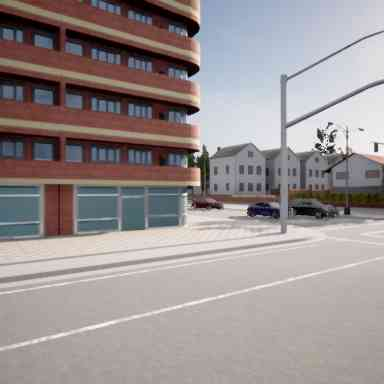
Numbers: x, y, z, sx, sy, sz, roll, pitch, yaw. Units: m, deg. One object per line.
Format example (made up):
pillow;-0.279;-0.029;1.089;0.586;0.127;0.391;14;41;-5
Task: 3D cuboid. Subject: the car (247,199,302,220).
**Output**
car;6.677;1.525;28.414;1.812;1.442;4.674;0;0;-35

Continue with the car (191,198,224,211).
car;1.890;1.477;41.462;1.882;1.535;5.008;0;0;-35

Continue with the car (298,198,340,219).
car;10.457;1.352;29.099;2.097;1.767;4.553;0;0;-35
